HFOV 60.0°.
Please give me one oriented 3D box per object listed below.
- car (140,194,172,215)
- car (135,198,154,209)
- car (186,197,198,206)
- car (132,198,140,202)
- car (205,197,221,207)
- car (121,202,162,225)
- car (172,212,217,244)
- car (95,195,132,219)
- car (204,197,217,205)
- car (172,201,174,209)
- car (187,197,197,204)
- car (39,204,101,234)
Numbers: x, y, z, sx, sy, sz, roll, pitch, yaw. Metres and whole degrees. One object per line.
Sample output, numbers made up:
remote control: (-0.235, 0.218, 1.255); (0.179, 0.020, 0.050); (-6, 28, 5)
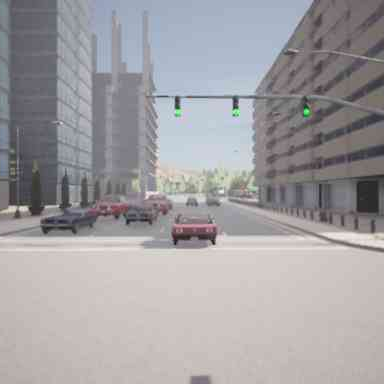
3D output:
car: (-3.567, 1.257, 34.095); (2.150, 2.045, 5.566); (0, 0, 0)
car: (-6.996, 1.618, 49.398); (2.033, 1.411, 5.357); (0, 0, 0)
car: (0.005, 1.624, 54.325); (1.994, 1.385, 4.181); (0, 0, 0)
car: (-7.025, 1.531, 39.136); (1.882, 1.535, 5.008); (0, 0, 1)
car: (3.505, 1.651, 53.713); (1.895, 1.301, 4.718); (0, 0, 0)
car: (-3.585, 1.619, 24.334); (1.895, 1.301, 4.718); (0, 0, 0)
car: (0.100, 1.594, 15.635); (1.895, 1.301, 4.718); (0, 0, 0)
car: (-7.084, 1.258, 29.331); (2.150, 2.045, 5.566); (0, 0, 0)
car: (3.506, 1.614, 63.745); (2.033, 1.411, 5.357); (0, 0, 0)
car: (-3.497, 1.544, 44.317); (2.128, 1.511, 4.902); (0, 0, 0)
car: (0.005, 1.641, 64.258); (1.994, 1.385, 4.181); (0, 0, 0)
car: (-7.095, 1.621, 19.569); (1.895, 1.301, 4.718); (0, 0, 0)
